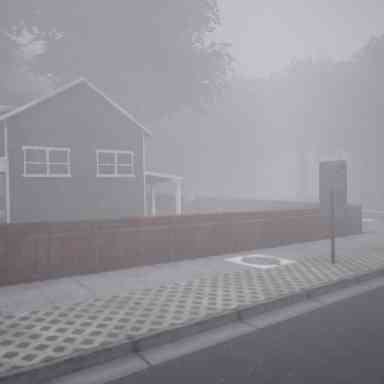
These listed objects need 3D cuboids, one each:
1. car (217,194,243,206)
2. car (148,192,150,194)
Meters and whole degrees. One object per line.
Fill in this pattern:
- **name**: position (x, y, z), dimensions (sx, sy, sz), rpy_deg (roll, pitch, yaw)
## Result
- **car**: position (4.264, 1.014, 35.795), dimensions (2.128, 1.511, 4.902), rpy_deg (-2, 3, -36)
- **car**: position (-8.205, 0.233, 53.275), dimensions (2.097, 1.767, 4.553), rpy_deg (-2, 3, -35)
